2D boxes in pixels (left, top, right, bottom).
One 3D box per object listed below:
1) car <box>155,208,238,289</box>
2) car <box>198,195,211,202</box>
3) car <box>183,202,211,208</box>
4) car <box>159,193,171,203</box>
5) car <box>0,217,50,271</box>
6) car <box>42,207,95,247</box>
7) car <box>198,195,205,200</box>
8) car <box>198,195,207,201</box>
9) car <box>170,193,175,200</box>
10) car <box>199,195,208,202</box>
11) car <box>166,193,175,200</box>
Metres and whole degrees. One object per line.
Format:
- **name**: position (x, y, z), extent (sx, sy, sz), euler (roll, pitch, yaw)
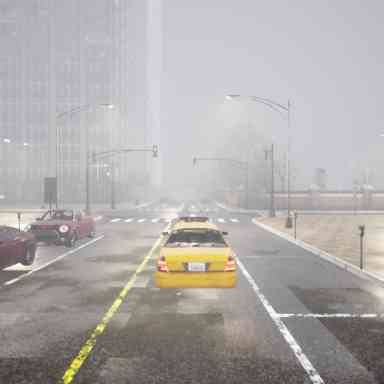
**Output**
- **car**: position (0.088, 1.454, 9.127), extent (1.801, 1.575, 5.366), euler (0, 0, 0)
- **car**: position (2.676, 1.492, 63.651), extent (1.947, 1.339, 4.313), euler (0, 0, 0)
- **car**: position (0.093, 1.535, 19.390), extent (2.033, 1.411, 5.357), euler (0, 0, 0)
- **car**: position (-5.917, 1.485, 69.140), extent (1.947, 1.339, 4.313), euler (0, 0, 0)
- **car**: position (-5.701, 1.579, 8.924), extent (1.802, 1.307, 4.206), euler (0, 0, 0)
- **car**: position (-5.708, 1.433, 14.617), extent (1.967, 1.590, 4.097), euler (0, 0, 0)
- **car**: position (2.583, 1.411, 91.448), extent (1.887, 1.381, 4.507), euler (0, 0, 0)
- **car**: position (2.596, 1.448, 80.326), extent (2.008, 1.369, 4.403), euler (0, 0, 0)
- **car**: position (-5.936, 1.324, 85.823), extent (1.967, 1.590, 4.097), euler (0, 0, 0)
- **car**: position (2.602, 1.454, 74.766), extent (1.887, 1.381, 4.507), euler (0, 0, 0)
- **car**: position (-5.942, 1.181, 91.382), extent (2.192, 1.841, 5.009), euler (0, 0, 0)
